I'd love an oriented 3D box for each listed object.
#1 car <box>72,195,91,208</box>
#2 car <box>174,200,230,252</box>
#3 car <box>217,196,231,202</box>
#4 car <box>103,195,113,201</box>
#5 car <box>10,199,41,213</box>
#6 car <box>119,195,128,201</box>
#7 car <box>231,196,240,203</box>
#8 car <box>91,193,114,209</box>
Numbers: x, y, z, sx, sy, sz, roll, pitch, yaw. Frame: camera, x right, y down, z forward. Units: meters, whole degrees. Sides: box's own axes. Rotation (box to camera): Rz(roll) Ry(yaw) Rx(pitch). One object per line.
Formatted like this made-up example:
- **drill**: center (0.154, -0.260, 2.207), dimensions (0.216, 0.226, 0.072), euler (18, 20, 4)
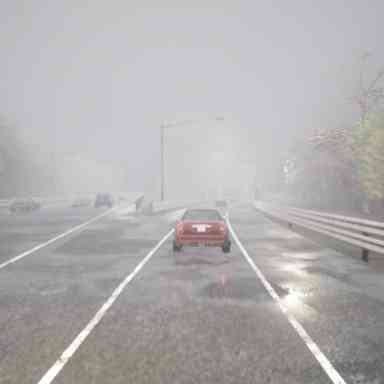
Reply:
- **car**: center (-15.835, 1.538, 47.718), dimensions (1.994, 1.385, 4.181), euler (0, 0, -7)
- **car**: center (0.440, 1.402, 14.297), dimensions (2.097, 1.767, 4.553), euler (0, 0, 3)
- **car**: center (4.860, 1.698, 54.438), dimensions (1.882, 1.535, 5.008), euler (0, 0, 10)
- **car**: center (-20.064, 1.426, 79.534), dimensions (1.882, 1.535, 5.008), euler (0, 0, -7)
- **car**: center (-17.833, 1.478, 35.916), dimensions (2.128, 1.511, 4.902), euler (0, 0, -7)
- **car**: center (-16.645, 1.422, 80.377), dimensions (1.882, 1.535, 5.008), euler (0, 0, -7)
- **car**: center (9.993, 1.648, 78.774), dimensions (2.097, 1.767, 4.553), euler (0, 0, 15)
- **car**: center (-12.093, 1.192, 46.068), dimensions (2.150, 2.045, 5.566), euler (0, 0, -7)
